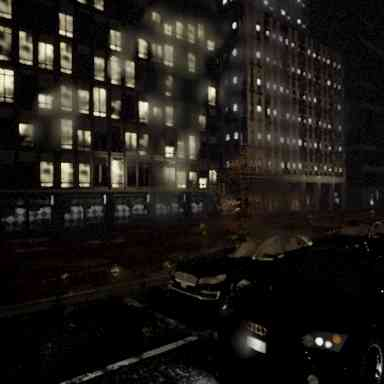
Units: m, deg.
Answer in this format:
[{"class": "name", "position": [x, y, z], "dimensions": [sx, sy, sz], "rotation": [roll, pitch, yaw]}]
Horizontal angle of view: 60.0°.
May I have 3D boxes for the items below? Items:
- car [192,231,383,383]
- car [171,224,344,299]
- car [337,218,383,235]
[{"class": "car", "position": [2.290, 1.596, 5.161], "dimensions": [4.181, 1.385, 1.994], "rotation": [0, -1, -39]}, {"class": "car", "position": [1.528, 1.617, 8.018], "dimensions": [4.403, 1.369, 2.008], "rotation": [0, -1, -39]}, {"class": "car", "position": [5.805, 1.611, 11.513], "dimensions": [4.403, 1.369, 2.008], "rotation": [0, -1, -39]}]
